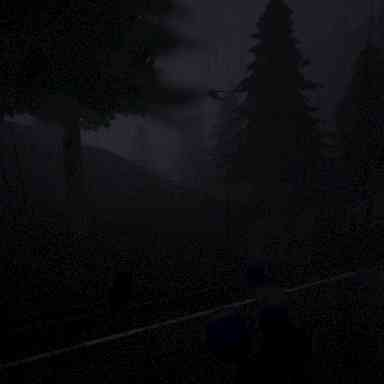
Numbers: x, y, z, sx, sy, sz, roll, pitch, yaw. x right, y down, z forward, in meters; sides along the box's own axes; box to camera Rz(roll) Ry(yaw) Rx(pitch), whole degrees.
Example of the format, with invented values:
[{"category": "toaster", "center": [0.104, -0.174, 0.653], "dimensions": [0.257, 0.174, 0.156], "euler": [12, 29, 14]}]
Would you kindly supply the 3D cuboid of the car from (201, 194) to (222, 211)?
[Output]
[{"category": "car", "center": [3.519, 1.236, 45.781], "dimensions": [2.150, 2.045, 5.566], "euler": [0, 0, -36]}]
